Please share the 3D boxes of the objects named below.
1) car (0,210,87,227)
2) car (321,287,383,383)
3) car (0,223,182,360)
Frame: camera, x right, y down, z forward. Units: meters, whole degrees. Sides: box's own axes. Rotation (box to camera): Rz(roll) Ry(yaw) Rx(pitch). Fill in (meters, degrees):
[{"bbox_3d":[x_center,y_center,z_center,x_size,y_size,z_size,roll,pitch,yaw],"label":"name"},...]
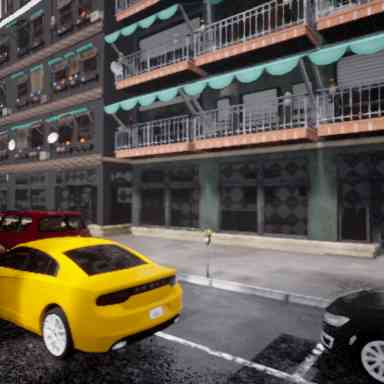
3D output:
[{"bbox_3d":[-5.233,1.477,10.514,5.009,1.841,2.192,0,-1,37],"label":"car"},{"bbox_3d":[3.789,1.635,3.751,4.403,1.369,2.008,0,-1,37],"label":"car"},{"bbox_3d":[-2.486,1.578,6.213,5.008,1.535,1.882,0,-1,37],"label":"car"}]
